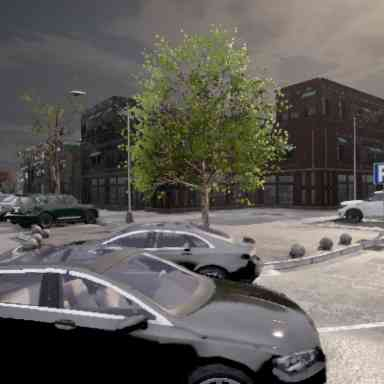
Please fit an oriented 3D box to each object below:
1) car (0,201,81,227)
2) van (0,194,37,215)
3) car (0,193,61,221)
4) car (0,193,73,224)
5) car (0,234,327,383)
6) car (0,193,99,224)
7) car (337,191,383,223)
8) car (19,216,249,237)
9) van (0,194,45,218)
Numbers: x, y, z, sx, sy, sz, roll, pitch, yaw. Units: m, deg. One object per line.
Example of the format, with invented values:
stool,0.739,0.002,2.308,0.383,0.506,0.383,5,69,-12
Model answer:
car,-10.394,1.417,23.286,2.163,1.488,4.792,0,0,31
van,-17.829,1.170,32.583,1.878,1.987,4.442,0,0,31
car,-14.150,1.141,27.871,2.435,2.045,5.566,0,0,31
car,-12.278,1.139,25.578,2.435,2.045,5.566,0,0,31
car,-1.039,1.452,3.952,4.902,1.511,2.128,0,1,11
car,-8.520,1.134,21.051,2.435,2.045,5.566,0,0,31
car,12.062,0.904,20.607,5.566,2.045,2.435,-1,0,32
car,-0.994,1.422,7.190,4.902,1.511,2.128,-1,1,2
van,-15.957,1.168,30.291,1.878,1.987,4.442,0,0,31
